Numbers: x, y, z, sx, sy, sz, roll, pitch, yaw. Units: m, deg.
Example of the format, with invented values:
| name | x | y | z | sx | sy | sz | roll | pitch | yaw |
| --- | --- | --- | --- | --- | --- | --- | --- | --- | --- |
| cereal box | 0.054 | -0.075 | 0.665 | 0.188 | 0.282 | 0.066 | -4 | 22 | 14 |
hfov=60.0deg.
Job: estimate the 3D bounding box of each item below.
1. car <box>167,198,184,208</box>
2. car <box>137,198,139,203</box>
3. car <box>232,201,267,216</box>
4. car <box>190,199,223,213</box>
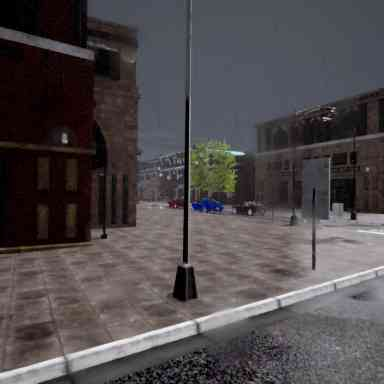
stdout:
| name | x | y | z | sx | sy | sz | roll | pitch | yaw |
| --- | --- | --- | --- | --- | --- | --- | --- | --- | --- |
| car | -2.192 | 1.627 | 49.300 | 1.887 | 1.381 | 4.507 | 1 | -1 | -27 |
| car | -12.228 | 1.671 | 68.993 | 1.802 | 1.307 | 4.206 | 1 | -1 | -27 |
| car | 5.761 | 1.628 | 33.759 | 2.008 | 1.369 | 4.403 | 1 | -1 | -27 |
| car | 1.524 | 1.514 | 36.535 | 1.882 | 1.535 | 5.008 | 1 | -1 | -27 |
